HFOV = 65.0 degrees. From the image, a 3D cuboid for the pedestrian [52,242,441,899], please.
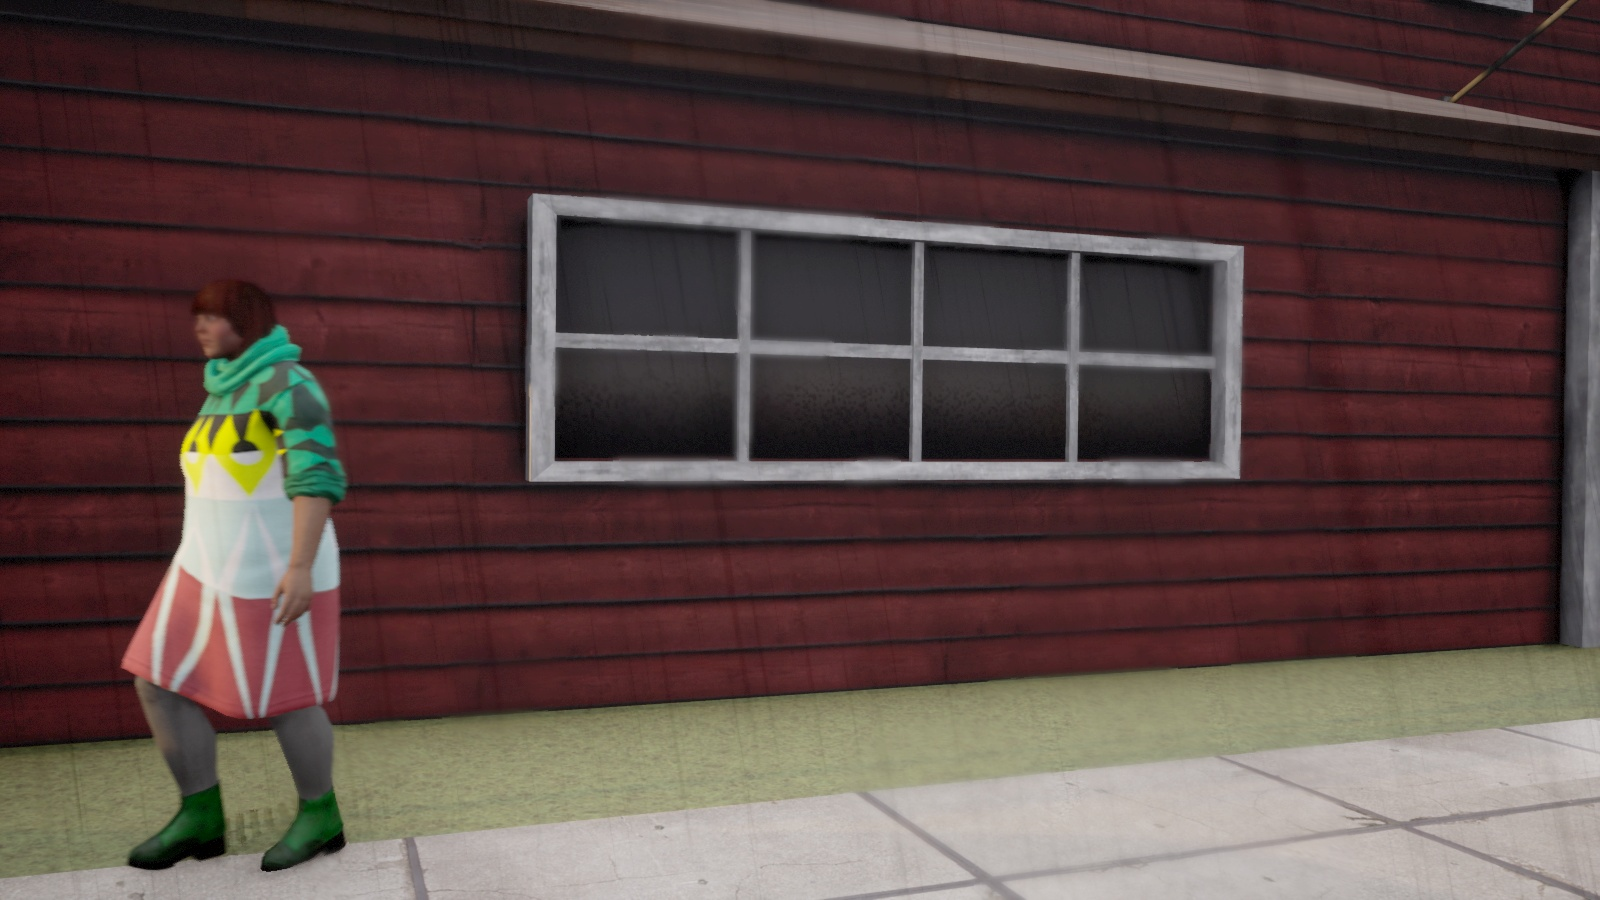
[{"bbox_3d":[-1.695,0.415,3.894,0.659,1.952,0.873,0,1,41],"label":"pedestrian"}]
